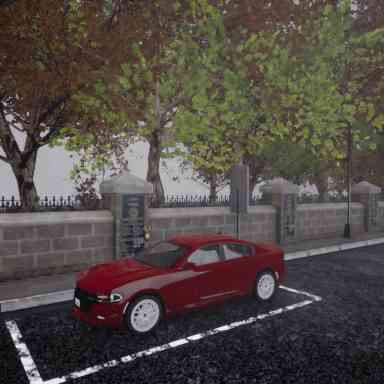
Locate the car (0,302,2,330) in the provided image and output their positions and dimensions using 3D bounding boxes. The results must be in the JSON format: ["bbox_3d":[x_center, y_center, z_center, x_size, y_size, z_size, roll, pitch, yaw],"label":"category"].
[{"bbox_3d":[-4.504,1.551,3.439,4.403,1.369,2.008,0,0,-36],"label":"car"}]

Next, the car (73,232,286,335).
[{"bbox_3d":[-0.027,1.545,6.702,4.507,1.381,1.887,0,0,-36],"label":"car"}]
